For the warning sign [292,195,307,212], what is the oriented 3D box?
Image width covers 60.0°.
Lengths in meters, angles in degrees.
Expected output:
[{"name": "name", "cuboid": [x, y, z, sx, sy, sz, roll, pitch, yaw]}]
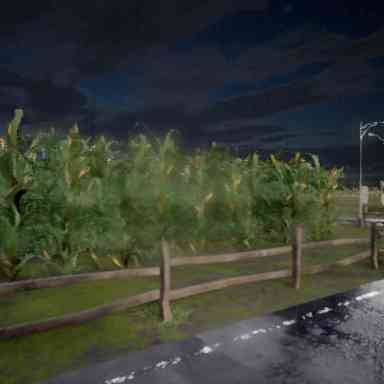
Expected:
[{"name": "warning sign", "cuboid": [12.357, 1.325, 38.068, 1.300, 1.860, 1.060, 0, 0, -36]}]
